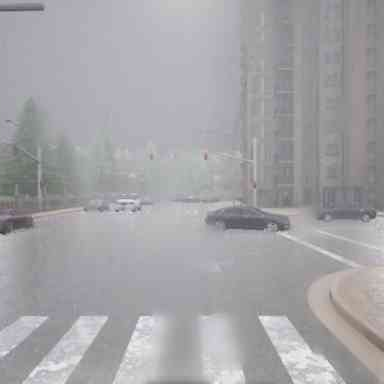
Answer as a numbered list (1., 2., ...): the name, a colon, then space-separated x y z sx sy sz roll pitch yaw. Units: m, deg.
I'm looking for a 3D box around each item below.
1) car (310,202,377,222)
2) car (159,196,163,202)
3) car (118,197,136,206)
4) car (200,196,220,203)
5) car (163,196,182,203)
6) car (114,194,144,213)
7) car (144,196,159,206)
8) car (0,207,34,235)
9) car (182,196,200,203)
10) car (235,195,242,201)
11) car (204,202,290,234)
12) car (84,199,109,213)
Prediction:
1. car: 11.799 1.559 26.099 4.892 1.490 1.837 0 0 0
2. car: -7.203 1.550 69.304 1.994 1.385 4.181 0 0 25
3. car: -10.441 1.524 53.907 1.812 1.442 4.674 0 0 4
4. car: 4.059 1.562 67.404 1.994 1.385 4.181 0 0 30
5. car: -3.356 1.538 69.161 2.033 1.411 5.357 0 0 25
6. car: -7.188 1.221 37.706 2.150 2.045 5.566 0 0 0
7. car: -7.000 1.524 53.348 1.812 1.442 4.674 0 0 3
8. car: -10.648 1.565 18.663 1.994 1.385 4.181 0 0 0
9. car: 0.316 1.523 67.885 1.812 1.442 4.674 0 0 27
10. car: 12.867 1.497 80.433 4.892 1.490 1.837 0 0 -24
11. car: 3.158 1.548 19.301 4.892 1.490 1.837 0 2 16
12. car: -10.682 1.524 37.525 1.812 1.442 4.674 0 0 0
